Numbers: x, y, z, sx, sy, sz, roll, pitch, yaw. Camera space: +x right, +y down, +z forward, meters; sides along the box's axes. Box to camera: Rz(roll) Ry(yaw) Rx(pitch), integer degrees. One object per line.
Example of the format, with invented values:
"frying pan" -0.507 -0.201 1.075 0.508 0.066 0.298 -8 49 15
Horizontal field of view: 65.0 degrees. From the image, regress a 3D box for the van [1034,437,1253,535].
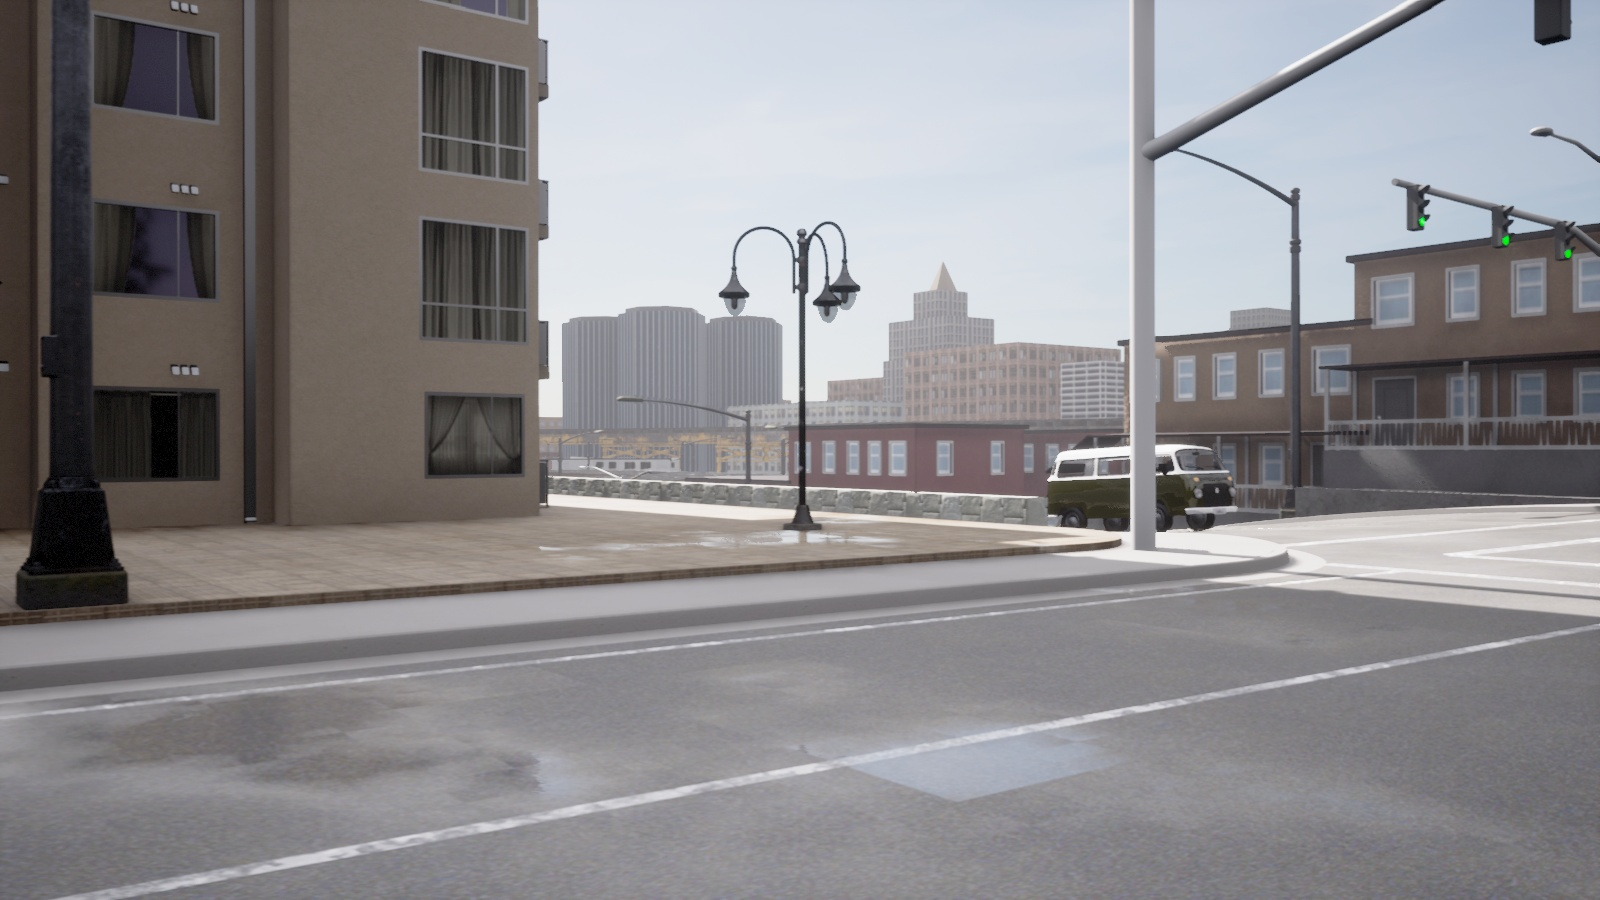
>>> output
"van" 7.853 0.880 29.099 2.069 2.038 4.480 0 -3 -36
